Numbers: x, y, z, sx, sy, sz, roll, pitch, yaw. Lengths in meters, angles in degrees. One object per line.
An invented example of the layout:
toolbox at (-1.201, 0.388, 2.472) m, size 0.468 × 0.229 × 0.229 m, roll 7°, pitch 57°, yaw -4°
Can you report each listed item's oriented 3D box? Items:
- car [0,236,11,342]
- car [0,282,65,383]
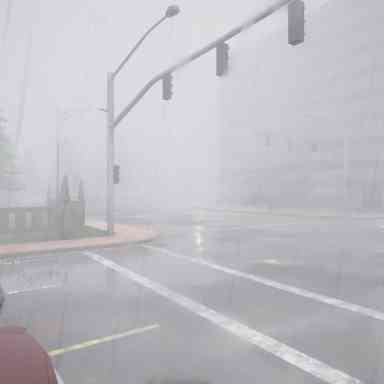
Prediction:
car at (-5.533, 1.547, 4.350) m, size 5.357 × 1.411 × 2.033 m, roll 0°, pitch 0°, yaw -35°
car at (-3.061, 1.601, 1.596) m, size 4.718 × 1.301 × 1.895 m, roll 0°, pitch 0°, yaw -35°
